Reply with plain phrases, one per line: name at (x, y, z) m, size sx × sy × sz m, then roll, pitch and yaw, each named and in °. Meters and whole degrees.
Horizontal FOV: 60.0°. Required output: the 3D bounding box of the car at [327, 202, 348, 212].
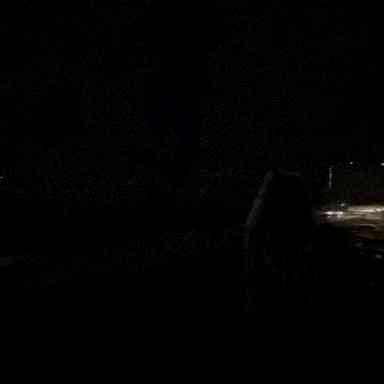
car at (20.148, 2.018, 46.089) m, size 1.994 × 1.385 × 4.181 m, roll -1°, pitch -1°, yaw 38°
